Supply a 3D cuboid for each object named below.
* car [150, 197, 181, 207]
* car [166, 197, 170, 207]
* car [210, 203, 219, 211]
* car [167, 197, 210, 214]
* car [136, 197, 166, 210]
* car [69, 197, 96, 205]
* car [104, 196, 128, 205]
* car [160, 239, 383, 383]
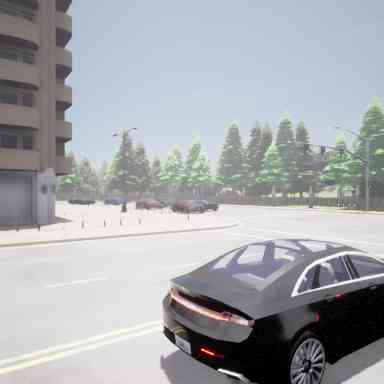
[{"bbox_3d":[-4.272,1.492,52.602,2.033,1.411,5.357,0,0,-40],"label":"car"},{"bbox_3d":[-4.184,1.449,46.250,1.837,1.490,4.892,0,0,-37],"label":"car"},{"bbox_3d":[1.063,1.545,38.971,1.895,1.301,4.718,0,0,-35],"label":"car"},{"bbox_3d":[-0.405,1.508,34.929,1.994,1.385,4.181,0,0,-35],"label":"car"},{"bbox_3d":[-5.560,1.470,42.254,1.812,1.442,4.674,0,0,-36],"label":"car"},{"bbox_3d":[-18.174,1.545,55.308,4.718,1.301,1.895,0,0,32],"label":"car"},{"bbox_3d":[-12.777,1.471,55.661,4.674,1.442,1.812,0,0,38],"label":"car"},{"bbox_3d":[1.880,1.492,5.129,4.902,1.511,2.128,0,0,-35],"label":"car"}]
